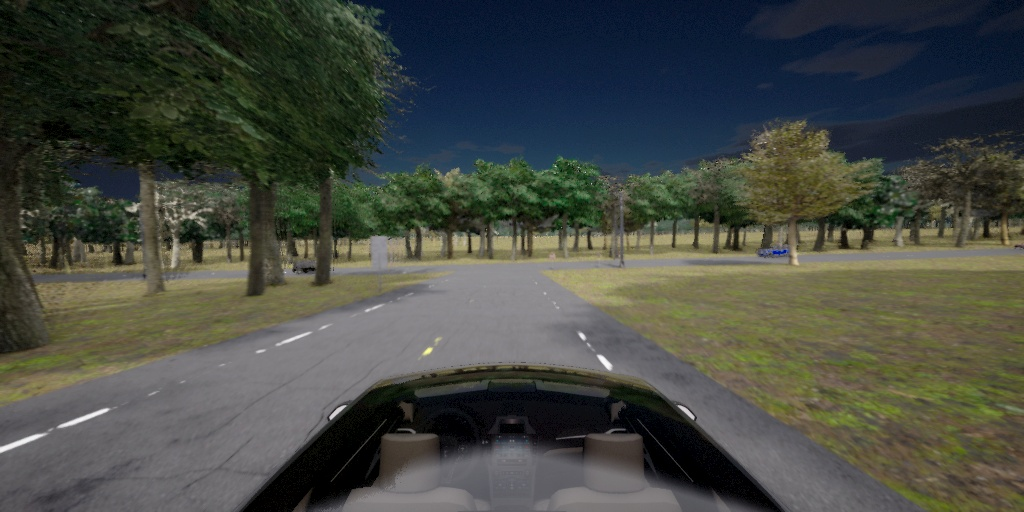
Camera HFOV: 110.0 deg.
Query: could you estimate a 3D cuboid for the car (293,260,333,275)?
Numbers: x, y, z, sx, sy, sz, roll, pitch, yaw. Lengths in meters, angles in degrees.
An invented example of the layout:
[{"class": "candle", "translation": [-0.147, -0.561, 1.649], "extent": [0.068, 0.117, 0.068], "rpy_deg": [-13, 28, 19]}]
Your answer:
[{"class": "car", "translation": [-30.460, 1.730, 54.870], "extent": [5.566, 2.045, 2.150], "rpy_deg": [-1, 3, 0]}]
